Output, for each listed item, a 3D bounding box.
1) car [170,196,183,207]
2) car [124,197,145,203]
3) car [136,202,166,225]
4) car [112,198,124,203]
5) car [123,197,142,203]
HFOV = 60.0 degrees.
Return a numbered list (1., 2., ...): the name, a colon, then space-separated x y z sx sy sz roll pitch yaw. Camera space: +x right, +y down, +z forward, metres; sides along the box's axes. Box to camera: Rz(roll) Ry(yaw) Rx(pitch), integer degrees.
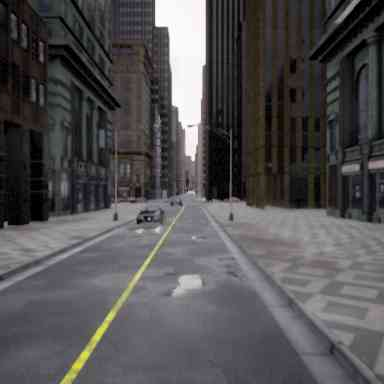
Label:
1. car: -2.968 1.714 63.238 2.150 2.045 5.566 0 0 1
2. car: -15.254 2.255 88.427 4.097 1.590 1.967 0 1 0
3. car: -3.077 1.758 25.755 1.994 1.385 4.181 0 0 0
4. car: -20.923 2.385 88.414 4.403 1.369 2.008 0 1 0
5. car: -16.207 2.246 91.190 4.892 1.490 1.837 0 0 0
